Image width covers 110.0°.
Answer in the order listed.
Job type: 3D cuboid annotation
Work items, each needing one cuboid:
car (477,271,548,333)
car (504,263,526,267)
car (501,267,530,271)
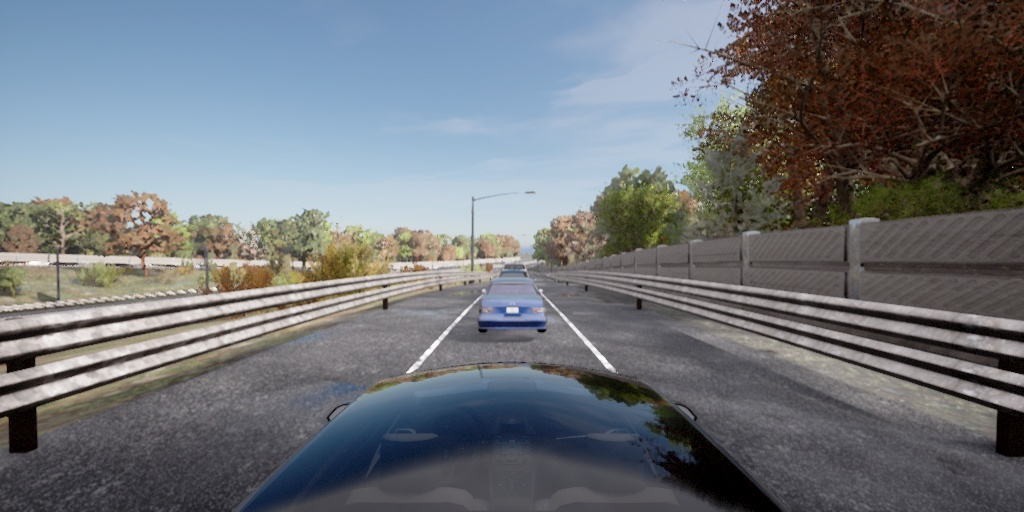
[{"bbox_3d":[0.012,1.348,10.891,2.033,1.411,5.357,0,-1,0],"label":"car"},{"bbox_3d":[0.258,1.603,29.404,2.150,2.045,5.566,0,-2,2],"label":"car"},{"bbox_3d":[0.054,1.484,19.002,1.837,1.490,4.892,0,-1,0],"label":"car"}]
